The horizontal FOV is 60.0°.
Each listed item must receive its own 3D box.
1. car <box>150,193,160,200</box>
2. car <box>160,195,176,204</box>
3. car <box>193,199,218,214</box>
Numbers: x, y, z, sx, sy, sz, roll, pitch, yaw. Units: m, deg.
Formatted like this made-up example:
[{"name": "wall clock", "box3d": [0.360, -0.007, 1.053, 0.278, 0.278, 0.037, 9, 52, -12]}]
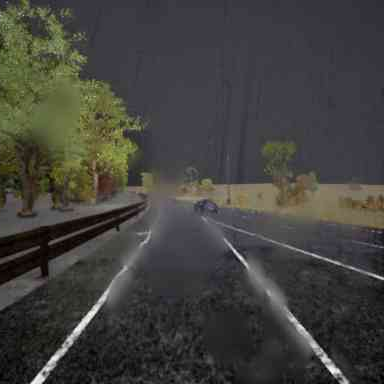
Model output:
[{"name": "car", "box3d": [-9.767, 1.338, 92.304, 2.097, 1.767, 4.553, 0, 0, -11]}, {"name": "car", "box3d": [-4.334, 1.335, 64.475, 2.097, 1.767, 4.553, 0, 0, -11]}, {"name": "car", "box3d": [1.426, 1.490, 35.009, 1.812, 1.442, 4.674, 0, 0, -11]}]
